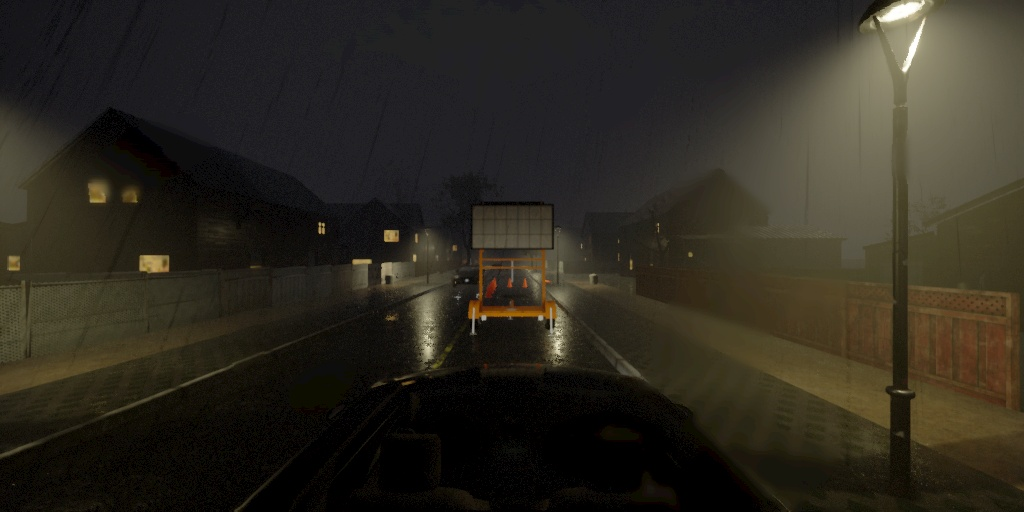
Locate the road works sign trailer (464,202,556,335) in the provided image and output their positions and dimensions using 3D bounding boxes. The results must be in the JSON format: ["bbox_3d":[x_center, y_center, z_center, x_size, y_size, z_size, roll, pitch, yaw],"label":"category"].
[{"bbox_3d":[0.010,0.219,10.546,2.380,3.560,2.880,0,0,0],"label":"road works sign trailer"}]

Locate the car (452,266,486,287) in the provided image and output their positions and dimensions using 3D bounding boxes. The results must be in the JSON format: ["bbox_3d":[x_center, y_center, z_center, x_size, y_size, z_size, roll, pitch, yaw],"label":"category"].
[{"bbox_3d":[-2.829,1.355,24.443,1.994,1.385,4.181,0,0,0],"label":"car"}]
